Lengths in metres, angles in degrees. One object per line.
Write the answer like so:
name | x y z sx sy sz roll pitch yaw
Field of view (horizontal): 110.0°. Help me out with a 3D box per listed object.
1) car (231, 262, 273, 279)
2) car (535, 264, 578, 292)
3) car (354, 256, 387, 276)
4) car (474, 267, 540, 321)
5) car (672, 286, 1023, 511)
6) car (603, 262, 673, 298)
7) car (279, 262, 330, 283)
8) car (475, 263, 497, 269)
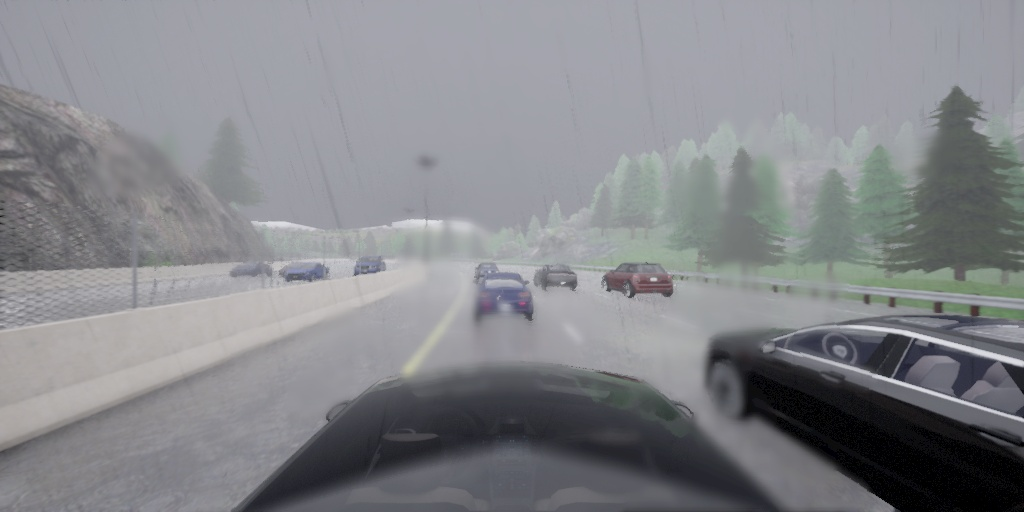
car | -24.118 1.319 33.509 1.812 1.442 4.674 0 0 -10
car | 2.502 1.233 21.327 2.128 1.511 4.902 0 0 -5
car | -13.714 0.993 35.037 2.150 2.045 5.566 0 0 -10
car | -0.320 1.275 12.337 1.812 1.442 4.674 0 0 -3
car | 3.513 1.234 2.912 2.128 1.511 4.902 0 0 -1
car | 6.270 1.087 18.403 2.097 1.767 4.553 0 0 -5
car | -16.237 1.256 28.706 1.882 1.535 5.008 0 0 -9
car | -2.133 1.297 30.574 2.033 1.411 5.357 0 0 -8
